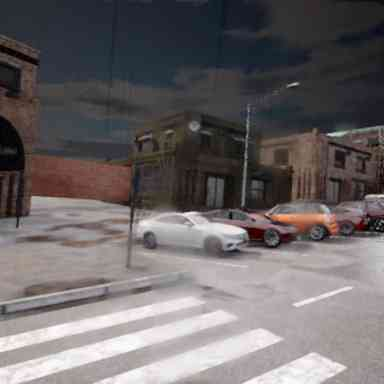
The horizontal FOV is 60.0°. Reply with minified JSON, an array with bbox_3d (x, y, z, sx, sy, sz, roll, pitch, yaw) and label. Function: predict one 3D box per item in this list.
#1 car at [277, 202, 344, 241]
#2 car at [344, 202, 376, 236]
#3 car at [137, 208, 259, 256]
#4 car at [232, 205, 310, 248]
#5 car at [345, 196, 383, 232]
[{"bbox_3d":[4.715,1.315,16.412,4.553,1.767,2.185,-1,0,34],"label":"car"},{"bbox_3d":[7.055,1.465,18.178,4.792,1.488,2.163,-1,0,34],"label":"car"},{"bbox_3d":[-0.081,1.493,12.964,4.674,1.452,2.002,-1,-1,34],"label":"car"},{"bbox_3d":[2.331,1.476,14.683,4.792,1.488,2.163,-1,-1,34],"label":"car"},{"bbox_3d":[9.491,1.303,19.875,4.553,1.767,2.185,-1,0,34],"label":"car"}]
